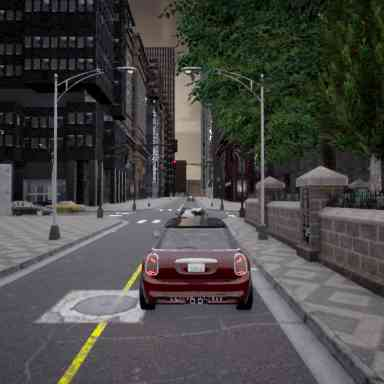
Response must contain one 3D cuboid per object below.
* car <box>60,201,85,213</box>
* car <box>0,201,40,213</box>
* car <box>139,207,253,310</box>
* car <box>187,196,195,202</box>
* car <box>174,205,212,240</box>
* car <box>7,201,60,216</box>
[{"bbox_3d":[-14.906,1.676,38.543,4.829,1.417,1.752,0,-1,0],"label":"car"},{"bbox_3d":[-20.249,1.708,38.552,4.403,1.369,2.008,0,-1,0],"label":"car"},{"bbox_3d":[0.070,1.357,7.985,2.097,1.767,4.553,0,0,0],"label":"car"},{"bbox_3d":[-0.288,1.725,81.283,1.812,1.442,4.674,0,0,0],"label":"car"},{"bbox_3d":[0.033,1.541,18.112,1.812,1.442,4.674,0,0,0],"label":"car"},{"bbox_3d":[-14.744,1.518,30.019,4.403,1.369,2.008,0,-1,0],"label":"car"}]
